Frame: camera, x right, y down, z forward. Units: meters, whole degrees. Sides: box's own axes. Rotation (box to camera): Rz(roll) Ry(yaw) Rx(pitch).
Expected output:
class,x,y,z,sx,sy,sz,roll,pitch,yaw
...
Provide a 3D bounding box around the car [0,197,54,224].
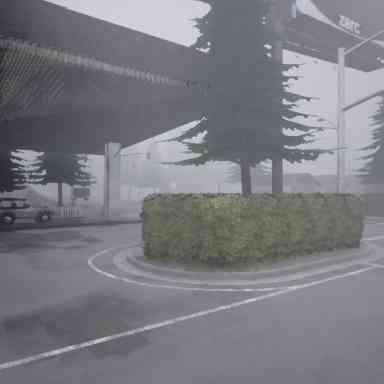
class,x,y,z,sx,sy,sz,roll,pitch,yaw
car,-11.961,1.313,23.491,3.866,1.878,1.905,0,0,-36
